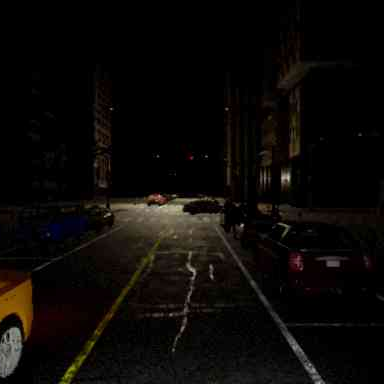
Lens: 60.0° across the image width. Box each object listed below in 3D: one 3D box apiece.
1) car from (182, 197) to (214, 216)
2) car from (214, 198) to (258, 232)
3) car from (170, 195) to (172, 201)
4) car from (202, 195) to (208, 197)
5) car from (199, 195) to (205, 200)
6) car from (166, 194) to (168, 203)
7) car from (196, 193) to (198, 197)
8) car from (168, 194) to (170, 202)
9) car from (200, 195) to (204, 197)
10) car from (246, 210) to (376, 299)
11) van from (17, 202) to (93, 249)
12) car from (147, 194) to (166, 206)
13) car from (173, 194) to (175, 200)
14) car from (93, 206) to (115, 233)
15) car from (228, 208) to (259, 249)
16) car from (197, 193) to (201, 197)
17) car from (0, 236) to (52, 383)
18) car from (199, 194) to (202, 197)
[{"bbox_3d":[1.384,1.510,31.806,4.674,1.442,1.812,0,0,0],"label":"car"},{"bbox_3d":[2.756,1.297,19.798,2.192,1.841,5.009,0,0,0],"label":"car"},{"bbox_3d":[-5.781,1.529,69.323,1.802,1.307,4.206,0,0,0],"label":"car"},{"bbox_3d":[2.750,1.511,46.772,2.008,1.369,4.403,0,0,0],"label":"car"},{"bbox_3d":[2.738,1.467,92.067,1.752,1.417,4.829,0,0,0],"label":"car"},{"bbox_3d":[-5.778,1.393,58.043,1.967,1.590,4.097,0,0,0],"label":"car"},{"bbox_3d":[2.739,1.383,86.256,1.967,1.590,4.097,0,0,0],"label":"car"},{"bbox_3d":[-5.780,1.516,63.683,1.947,1.339,4.313,0,0,0],"label":"car"},{"bbox_3d":[2.747,1.504,58.053,2.008,1.369,4.403,0,0,0],"label":"car"},{"bbox_3d":[2.759,1.432,8.443,1.967,1.590,4.097,0,0,0],"label":"car"},{"bbox_3d":[-5.767,1.327,14.109,1.690,1.788,3.998,0,0,0],"label":"van"},{"bbox_3d":[-5.777,1.272,52.401,2.192,1.841,5.009,0,0,0],"label":"car"},{"bbox_3d":[-5.784,1.383,80.605,1.967,1.590,4.097,0,0,0],"label":"car"},{"bbox_3d":[-5.768,1.507,19.616,1.752,1.417,4.829,0,0,0],"label":"car"},{"bbox_3d":[2.758,1.569,14.121,1.802,1.307,4.206,0,0,0],"label":"car"},{"bbox_3d":[2.742,1.386,74.975,1.967,1.590,4.097,0,0,0],"label":"car"},{"bbox_3d":[-3.099,1.475,2.525,1.882,1.535,5.008,0,0,0],"label":"car"},{"bbox_3d":[2.746,1.495,63.694,1.887,1.381,4.507,0,0,0],"label":"car"}]
